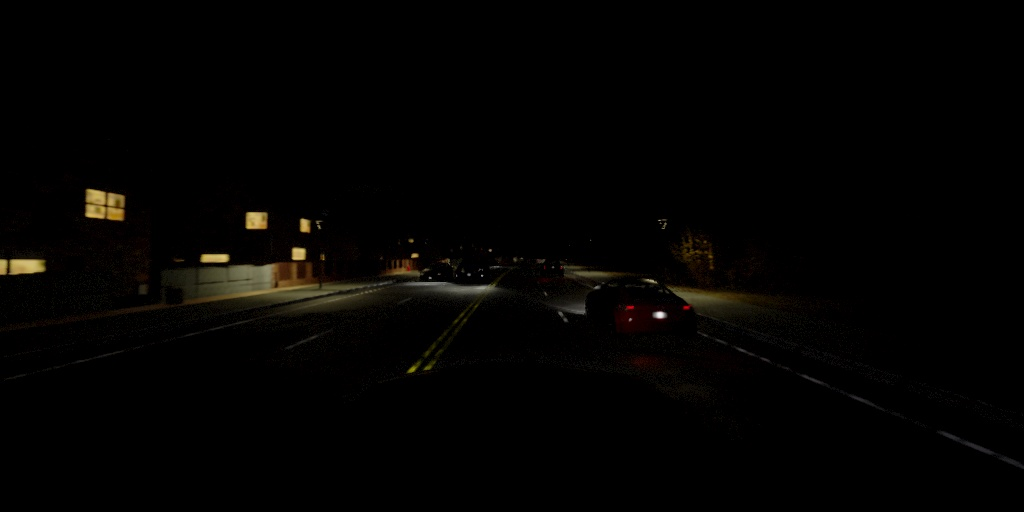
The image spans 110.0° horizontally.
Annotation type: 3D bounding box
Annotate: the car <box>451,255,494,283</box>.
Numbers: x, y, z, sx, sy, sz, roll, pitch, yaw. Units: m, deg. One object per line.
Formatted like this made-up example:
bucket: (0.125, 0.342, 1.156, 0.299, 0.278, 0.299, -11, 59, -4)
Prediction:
car: (-2.955, 0.967, 28.098, 2.150, 2.045, 5.566, 0, 0, 2)

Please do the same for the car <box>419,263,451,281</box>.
car: (-6.154, 1.288, 29.975, 2.033, 1.411, 5.357, 0, 0, 2)

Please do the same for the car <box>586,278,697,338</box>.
car: (3.394, 1.319, 10.185, 1.994, 1.385, 4.181, 0, 0, 1)

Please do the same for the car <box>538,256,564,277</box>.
car: (4.009, 1.104, 36.407, 2.097, 1.767, 4.553, 0, 0, 2)
